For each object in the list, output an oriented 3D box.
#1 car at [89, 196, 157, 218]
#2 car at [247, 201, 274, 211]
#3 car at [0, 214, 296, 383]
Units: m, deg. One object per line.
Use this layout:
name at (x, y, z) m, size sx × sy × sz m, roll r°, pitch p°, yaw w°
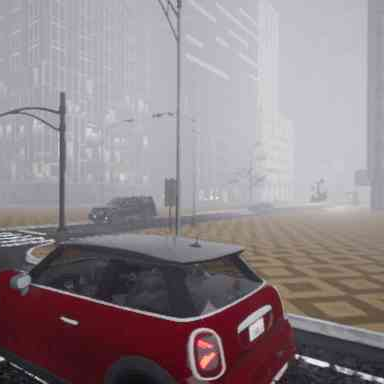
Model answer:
car at (-5.052, 1.334, 25.076) m, size 2.150 × 2.045 × 5.566 m, roll 0°, pitch 0°, yaw 36°
car at (9.028, 1.820, 43.949) m, size 1.895 × 1.301 × 4.718 m, roll 0°, pitch 0°, yaw 37°
car at (-1.100, 1.359, 4.471) m, size 4.553 × 1.767 × 2.097 m, roll 0°, pitch 0°, yaw 36°
